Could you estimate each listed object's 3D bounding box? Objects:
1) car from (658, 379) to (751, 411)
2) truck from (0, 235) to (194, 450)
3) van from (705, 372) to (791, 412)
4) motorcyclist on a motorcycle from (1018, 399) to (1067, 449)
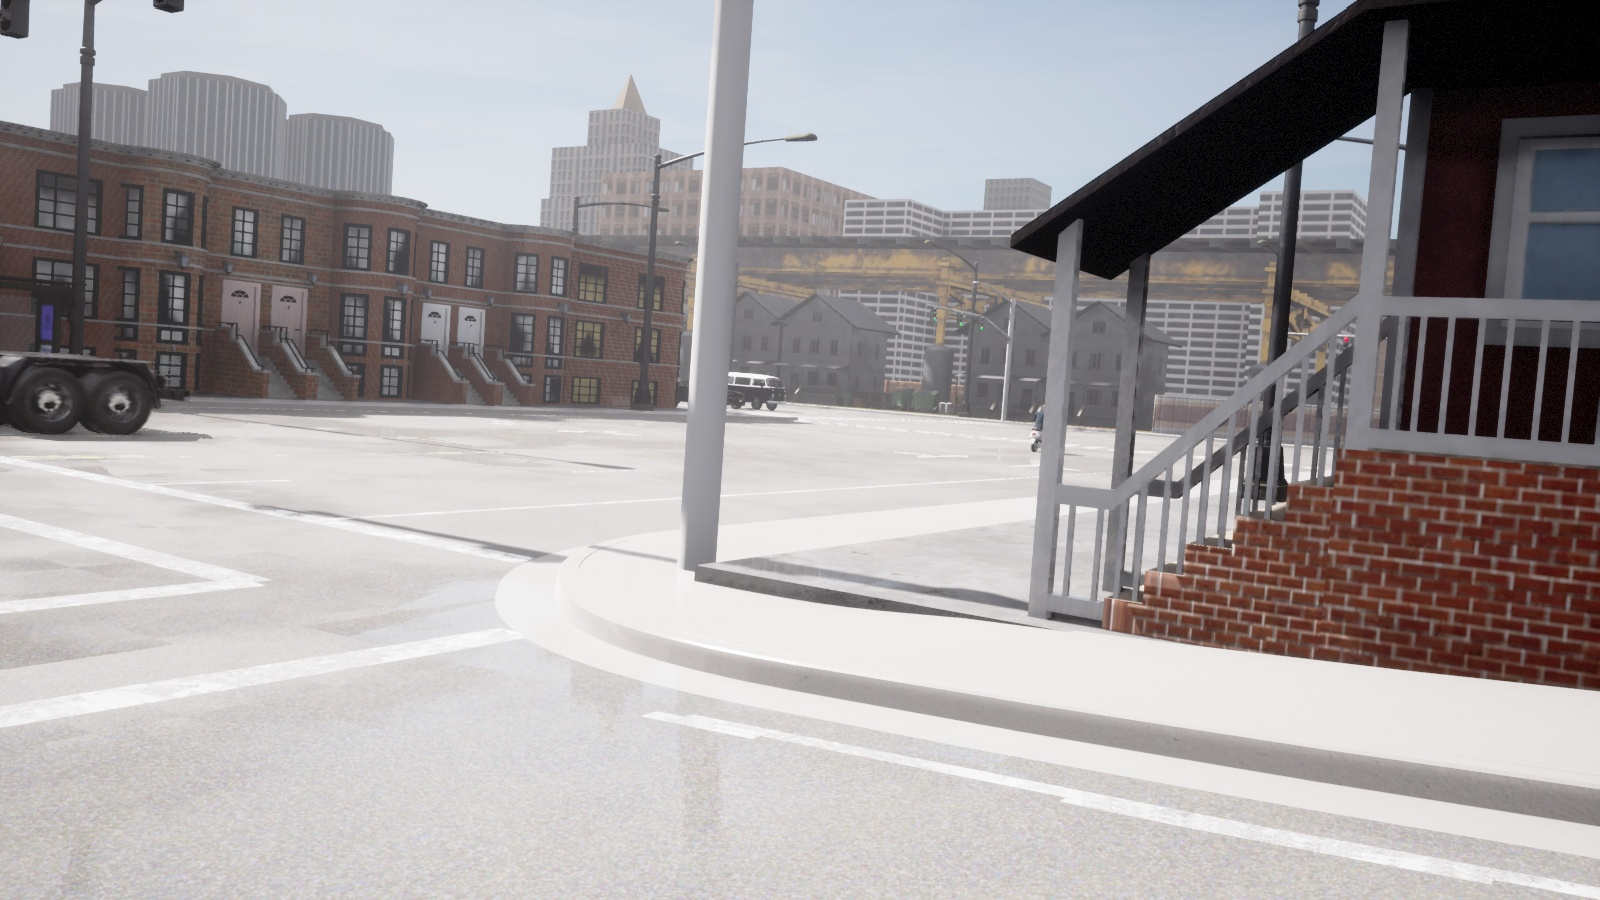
[{"bbox_3d":[-5.345,-3.072,69.899,5.008,1.535,1.882,5,4,34],"label":"car"},{"bbox_3d":[-14.516,-1.817,20.444,2.891,3.462,7.936,5,4,34],"label":"truck"},{"bbox_3d":[-3.022,-3.350,72.557,4.480,2.038,2.069,5,4,34],"label":"van"},{"bbox_3d":[8.081,-0.857,41.775,0.866,1.590,1.817,5,4,34],"label":"motorcyclist on a motorcycle"}]
